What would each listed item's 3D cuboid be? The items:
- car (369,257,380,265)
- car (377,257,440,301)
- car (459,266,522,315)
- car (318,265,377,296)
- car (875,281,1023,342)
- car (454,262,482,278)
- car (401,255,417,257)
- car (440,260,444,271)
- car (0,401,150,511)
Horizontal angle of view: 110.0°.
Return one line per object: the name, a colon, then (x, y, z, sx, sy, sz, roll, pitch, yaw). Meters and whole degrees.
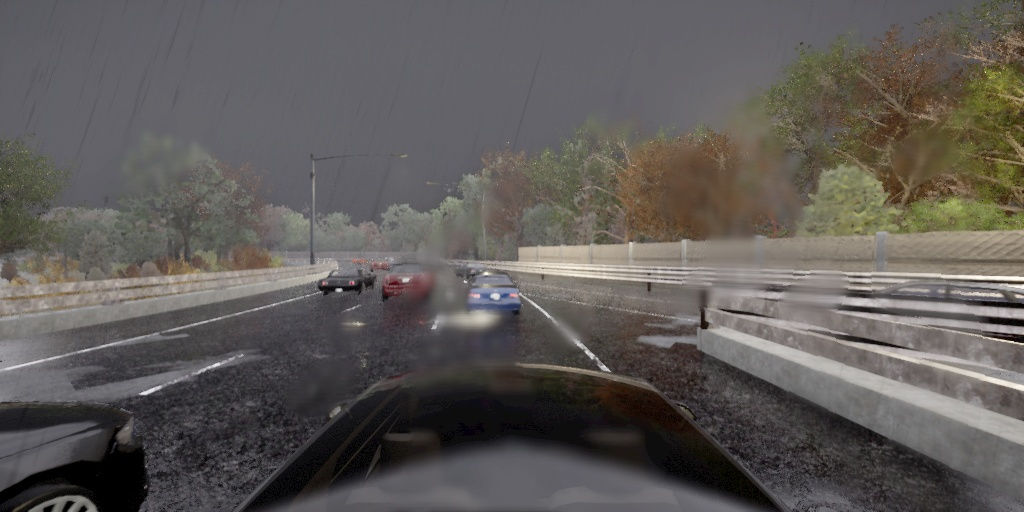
car: (-16.603, 1.044, 44.664, 2.097, 1.767, 4.553, 0, 0, -24)
car: (-4.876, 1.080, 17.543, 2.097, 1.767, 4.553, 0, 0, -8)
car: (-0.791, 1.282, 13.543, 2.033, 1.411, 5.357, 0, 0, -6)
car: (-8.671, 1.327, 19.353, 1.895, 1.301, 4.718, 0, 0, -10)
car: (9.807, 1.289, 8.201, 2.033, 1.411, 5.357, 0, 0, -37)
car: (-3.519, 1.259, 30.926, 2.033, 1.411, 5.357, 0, 0, -23)
car: (-13.316, 0.911, 46.013, 2.150, 2.045, 5.566, 0, 0, -24)
car: (-10.374, 1.195, 47.721, 1.837, 1.490, 4.892, 0, 1, -25)
car: (-3.474, 1.243, 0.453, 2.128, 1.511, 4.902, 0, 0, 1)
